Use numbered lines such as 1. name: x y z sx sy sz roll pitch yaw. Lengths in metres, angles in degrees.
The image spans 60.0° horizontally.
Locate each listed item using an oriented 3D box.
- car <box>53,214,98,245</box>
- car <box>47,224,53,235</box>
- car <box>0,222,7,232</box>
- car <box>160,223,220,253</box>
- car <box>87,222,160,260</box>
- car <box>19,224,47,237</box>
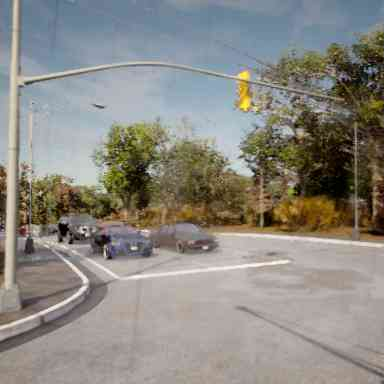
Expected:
1. car: -8.296 2.647 24.230 2.150 2.045 5.566 1 -5 -32
2. car: -19.070 5.029 44.909 2.033 1.411 5.357 2 -6 -41
3. car: -41.311 7.569 72.260 5.566 2.045 2.150 -5 -4 31
4. car: -0.625 2.404 18.062 2.033 1.411 5.357 1 -4 -29
5. car: -3.409 2.309 15.800 1.994 1.385 4.181 1 -4 -29
6. car: -19.252 4.593 39.644 1.812 1.442 4.674 2 -6 -39
